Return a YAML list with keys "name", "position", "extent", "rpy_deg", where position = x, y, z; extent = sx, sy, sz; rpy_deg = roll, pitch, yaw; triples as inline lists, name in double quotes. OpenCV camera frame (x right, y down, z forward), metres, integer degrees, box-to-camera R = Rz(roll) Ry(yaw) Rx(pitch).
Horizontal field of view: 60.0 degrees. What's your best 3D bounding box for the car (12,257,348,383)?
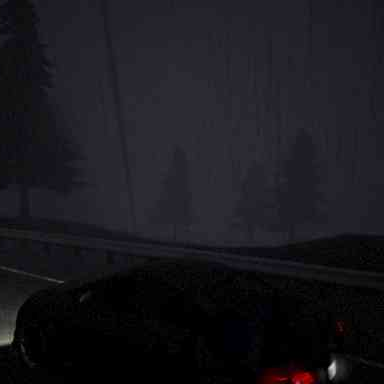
- name: "car"
  position: [-0.370, 1.549, 4.155]
  extent: [4.181, 1.385, 1.994]
  rpy_deg: [0, 0, 35]
